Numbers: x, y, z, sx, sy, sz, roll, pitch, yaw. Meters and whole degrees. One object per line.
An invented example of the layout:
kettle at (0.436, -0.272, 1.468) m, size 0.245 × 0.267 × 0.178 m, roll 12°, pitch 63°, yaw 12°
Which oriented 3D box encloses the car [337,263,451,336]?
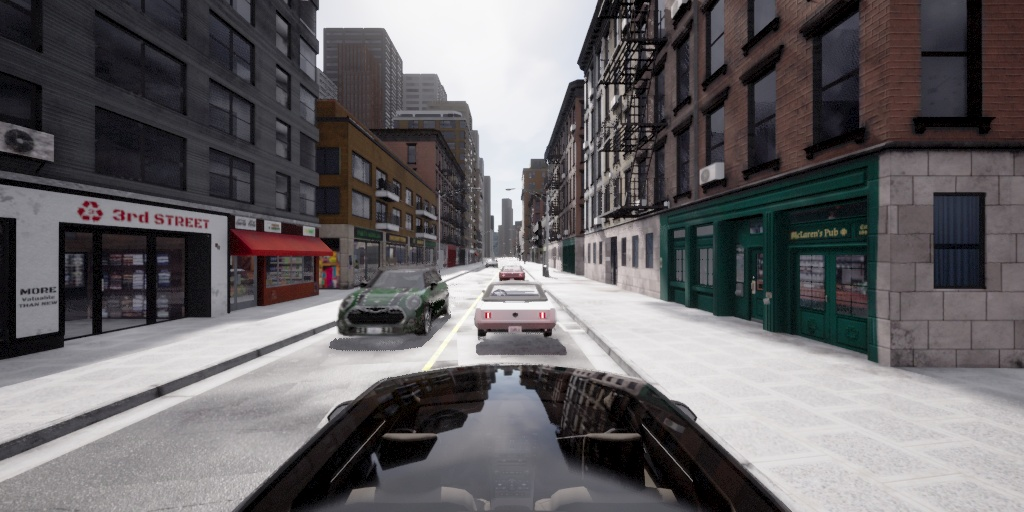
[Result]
car at (-3.137, 1.102, 10.388) m, size 2.097 × 1.767 × 4.553 m, roll 0°, pitch 0°, yaw 0°

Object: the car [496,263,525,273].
car at (-0.006, 1.347, 27.047) m, size 1.895 × 1.301 × 4.718 m, roll 0°, pitch 0°, yaw 0°

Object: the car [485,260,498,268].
car at (-3.247, 1.297, 58.606) m, size 1.994 × 1.385 × 4.181 m, roll 0°, pitch 0°, yaw 0°

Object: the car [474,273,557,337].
car at (0.064, 1.351, 10.230) m, size 1.895 × 1.301 × 4.718 m, roll 0°, pitch 0°, yaw 0°
